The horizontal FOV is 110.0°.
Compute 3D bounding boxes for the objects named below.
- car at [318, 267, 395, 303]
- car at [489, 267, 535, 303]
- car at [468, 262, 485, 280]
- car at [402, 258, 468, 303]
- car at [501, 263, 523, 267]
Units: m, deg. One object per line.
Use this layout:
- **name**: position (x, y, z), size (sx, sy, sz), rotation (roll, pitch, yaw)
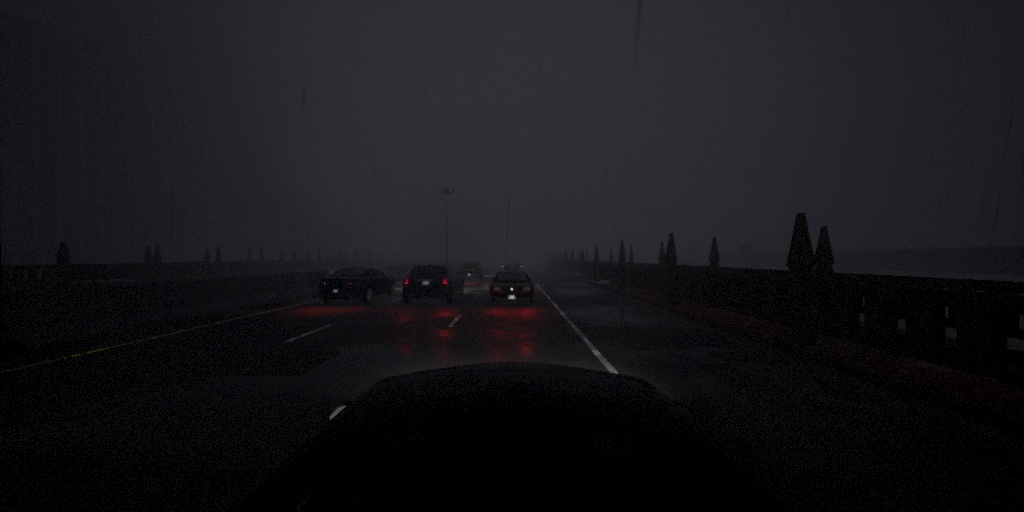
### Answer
- **car**: position (-7.000, 1.235, 16.701), size (1.882, 1.535, 5.008), rotation (0, 0, 0)
- **car**: position (0.000, 1.366, 16.731), size (1.895, 1.301, 4.718), rotation (0, 0, 0)
- **car**: position (-3.500, 1.266, 31.697), size (1.837, 1.490, 4.892), rotation (0, 0, 0)
- **car**: position (-3.500, 1.116, 16.671), size (2.097, 1.767, 4.553), rotation (0, 0, 0)
- **car**: position (0.000, 1.322, 31.695), size (1.994, 1.385, 4.181), rotation (0, 0, 0)
